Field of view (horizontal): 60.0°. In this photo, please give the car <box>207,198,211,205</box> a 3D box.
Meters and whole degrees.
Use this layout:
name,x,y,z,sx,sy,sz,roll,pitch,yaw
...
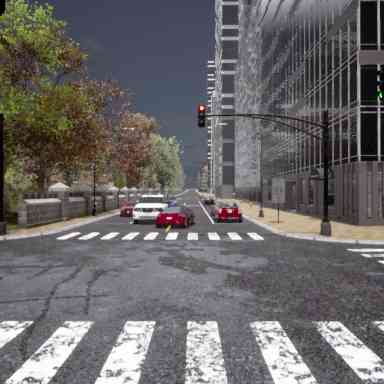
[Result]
name,x,y,z,sx,sy,sz,roll,pitch,yaw
car,2.758,1.568,31.678,1.947,1.339,4.313,0,0,0

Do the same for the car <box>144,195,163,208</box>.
name,x,y,z,sx,sy,sz,roll,pitch,yaw
car,-5.585,1.316,48.742,2.192,1.841,5.009,0,0,0

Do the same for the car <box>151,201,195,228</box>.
name,x,y,z,sx,sy,sz,roll,pitch,yaw
car,-1.022,1.565,22.202,1.994,1.385,4.181,0,0,10

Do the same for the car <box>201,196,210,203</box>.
name,x,y,z,sx,sy,sz,roll,pitch,yaw
car,2.845,1.506,71.619,1.752,1.417,4.829,0,0,0

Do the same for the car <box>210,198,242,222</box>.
name,x,y,z,sx,sy,sz,roll,pitch,yaw
car,2.747,1.442,25.997,1.967,1.590,4.097,0,0,0

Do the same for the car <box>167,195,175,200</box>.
name,x,y,z,sx,sy,sz,roll,pitch,yaw
car,-5.500,1.531,88.525,1.802,1.307,4.206,0,0,0

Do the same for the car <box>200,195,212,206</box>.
name,x,y,z,sx,sy,sz,roll,pitch,yaw
car,2.807,1.564,54.402,1.947,1.339,4.313,0,0,0

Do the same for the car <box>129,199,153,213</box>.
name,x,y,z,sx,sy,sz,roll,pitch,yaw
car,-5.610,1.553,37.376,2.008,1.369,4.403,0,0,0

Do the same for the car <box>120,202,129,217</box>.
name,x,y,z,sx,sy,sz,roll,pitch,yaw
car,-5.622,1.547,31.693,1.887,1.381,4.507,0,0,0

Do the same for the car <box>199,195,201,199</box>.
name,x,y,z,sx,sy,sz,roll,pitch,yaw
car,2.820,1.434,60.083,1.967,1.590,4.097,0,0,0

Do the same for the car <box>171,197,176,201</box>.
name,x,y,z,sx,sy,sz,roll,pitch,yaw
car,-3.023,1.528,35.631,1.812,1.442,4.674,0,0,0

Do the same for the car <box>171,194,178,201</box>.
name,x,y,z,sx,sy,sz,roll,pitch,yaw
car,-2.992,1.354,45.841,2.097,1.767,4.553,0,0,0

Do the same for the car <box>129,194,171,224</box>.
name,x,y,z,sx,sy,sz,roll,pitch,yaw
car,-3.049,1.223,25.477,2.150,2.045,5.566,0,0,0

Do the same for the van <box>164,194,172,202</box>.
name,x,y,z,sx,sy,sz,roll,pitch,yaw
van,-5.523,1.313,77.158,1.690,1.788,3.998,0,0,0
